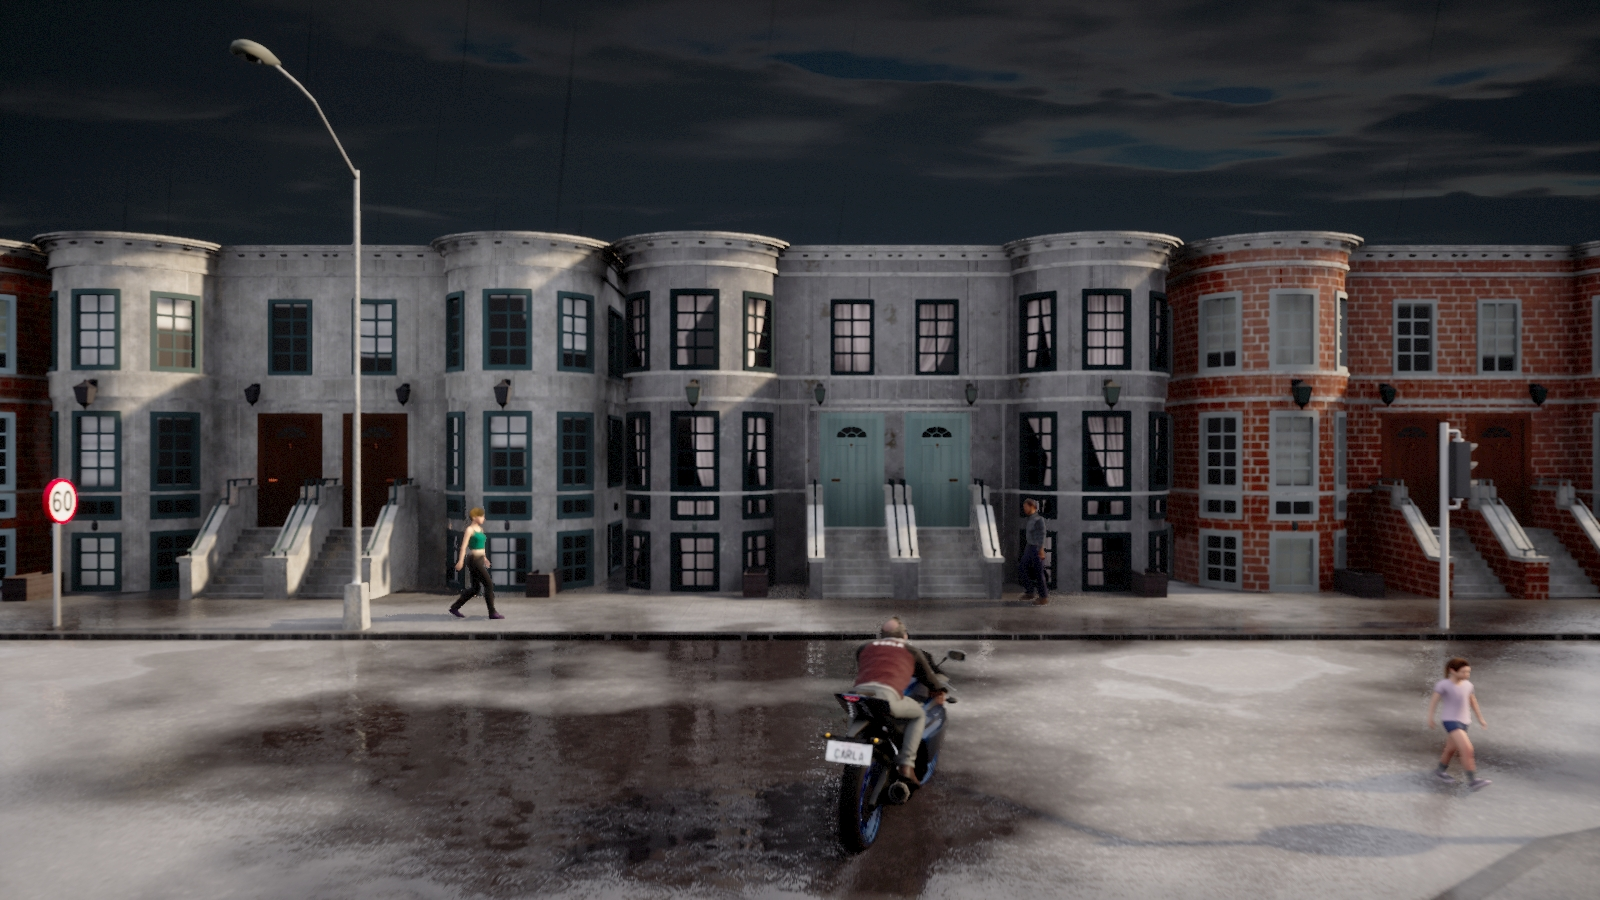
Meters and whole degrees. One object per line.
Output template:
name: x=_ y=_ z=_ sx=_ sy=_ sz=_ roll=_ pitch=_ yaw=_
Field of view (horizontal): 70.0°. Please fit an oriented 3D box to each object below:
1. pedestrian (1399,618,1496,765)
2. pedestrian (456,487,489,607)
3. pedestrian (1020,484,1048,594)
pedestrian: x=5.433 y=2.009 z=9.599 sx=0.500 sy=1.100 sz=0.500 roll=0 pitch=0 yaw=-18
pedestrian: x=-5.188 y=1.525 z=18.108 sx=0.375 sy=1.860 sz=0.375 roll=0 pitch=0 yaw=8
pedestrian: x=4.040 y=1.525 z=19.698 sx=0.375 sy=1.860 sz=0.375 roll=0 pitch=0 yaw=-6
